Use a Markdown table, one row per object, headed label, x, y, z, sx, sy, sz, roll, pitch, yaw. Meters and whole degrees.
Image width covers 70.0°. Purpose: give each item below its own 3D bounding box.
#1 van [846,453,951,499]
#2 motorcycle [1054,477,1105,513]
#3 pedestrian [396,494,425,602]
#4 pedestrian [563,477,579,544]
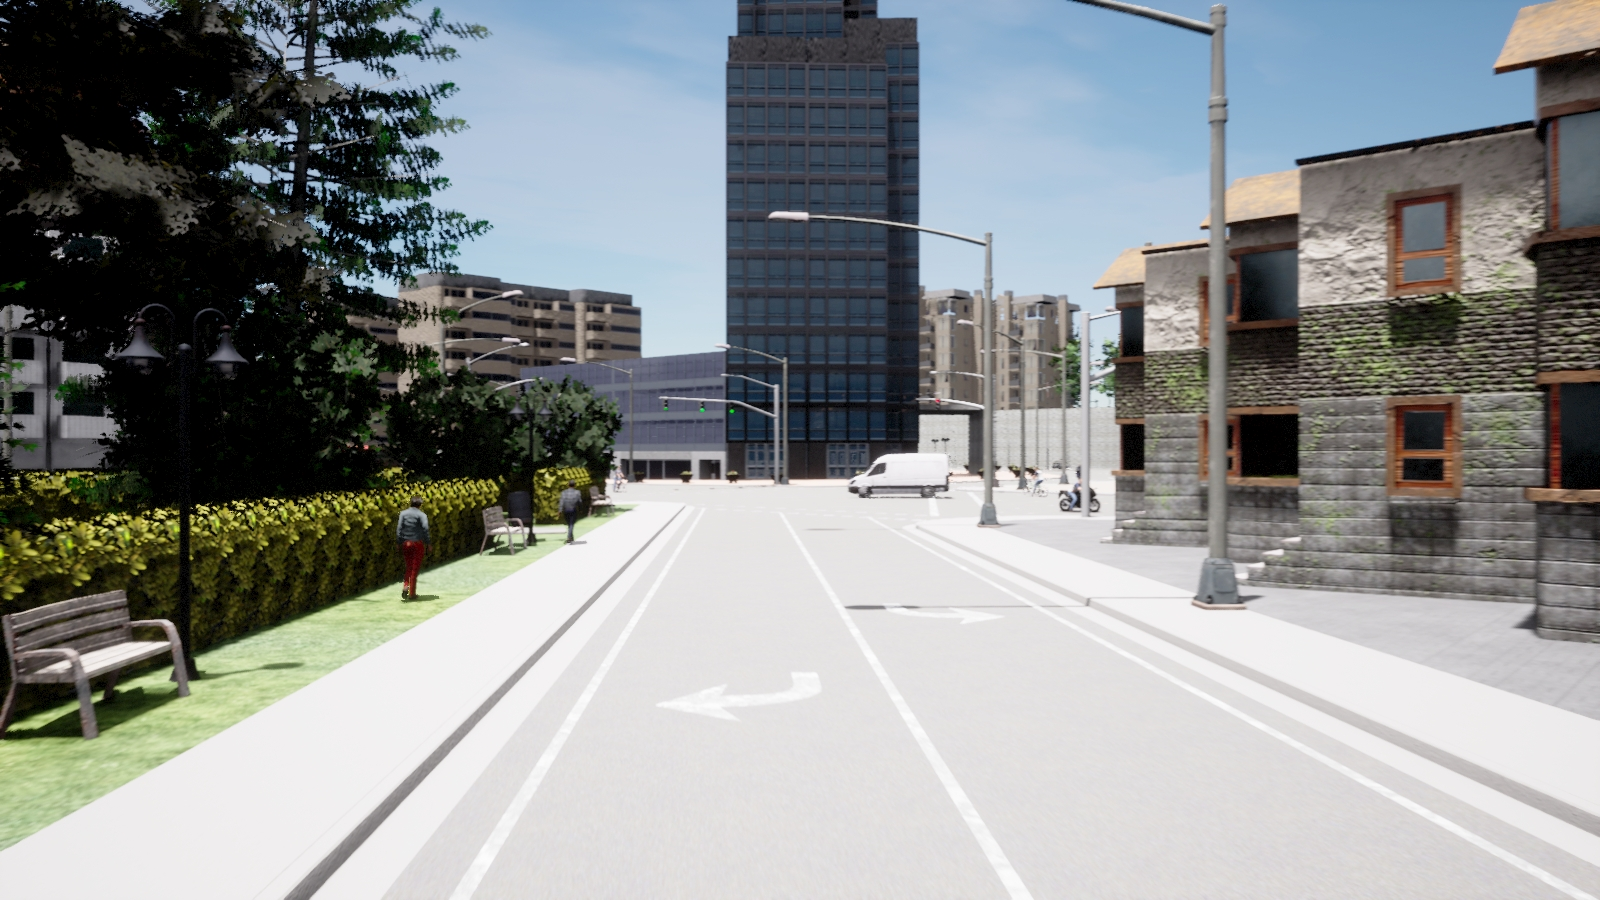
| label | x | y | z | sx | sy | sz | roll | pitch | yaw |
| --- | --- | --- | --- | --- | --- | --- | --- | --- | --- |
| van | 5.660 | 1.529 | 66.512 | 5.915 | 2.561 | 1.988 | 0 | -2 | 0 |
| motorcycle | 12.203 | 1.962 | 49.884 | 2.033 | 1.505 | 0.803 | -1 | 0 | 42 |
| pedestrian | -6.839 | 1.704 | 20.070 | 0.375 | 1.860 | 0.375 | 0 | 0 | 5 |
| pedestrian | -6.461 | 1.703 | 32.282 | 0.375 | 1.860 | 0.375 | 0 | 0 | 0 |
